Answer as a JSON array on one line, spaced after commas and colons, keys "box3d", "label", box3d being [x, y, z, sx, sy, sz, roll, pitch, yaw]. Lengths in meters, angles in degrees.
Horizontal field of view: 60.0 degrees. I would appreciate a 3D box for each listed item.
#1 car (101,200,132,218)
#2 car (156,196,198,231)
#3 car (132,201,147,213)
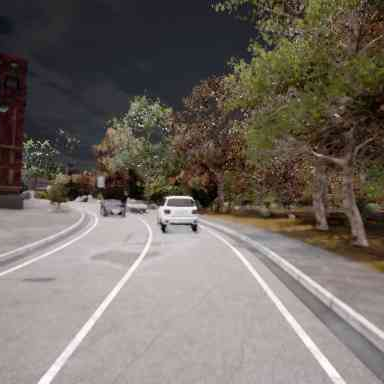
[{"box3d": [-7.071, 1.444, 29.786, 2.128, 1.511, 4.902, 2, 0, -20], "label": "car"}, {"box3d": [-1.025, 1.287, 21.294, 2.150, 2.045, 5.566, 1, 0, -9], "label": "car"}, {"box3d": [-6.844, 1.647, 38.704, 1.895, 1.301, 4.718, 3, -1, -27], "label": "car"}]
